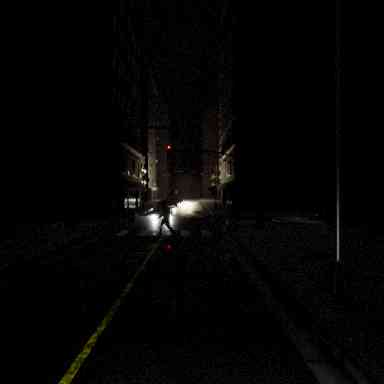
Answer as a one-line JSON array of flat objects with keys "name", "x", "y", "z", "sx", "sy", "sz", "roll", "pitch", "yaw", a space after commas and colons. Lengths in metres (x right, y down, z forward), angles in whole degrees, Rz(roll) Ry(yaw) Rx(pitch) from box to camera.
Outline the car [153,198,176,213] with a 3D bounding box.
[{"name": "car", "x": -3.108, "y": 1.614, "z": 36.905, "sx": 1.895, "sy": 1.301, "sz": 4.718, "roll": 0, "pitch": 0, "yaw": 1}]

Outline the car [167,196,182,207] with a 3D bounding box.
[{"name": "car", "x": -3.091, "y": 1.513, "z": 50.432, "sx": 2.128, "sy": 1.511, "sz": 4.902, "roll": 0, "pitch": 0, "yaw": 0}]

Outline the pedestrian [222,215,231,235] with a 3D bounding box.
[{"name": "pedestrian", "x": 1.796, "y": 1.678, "z": 17.205, "sx": 0.500, "sy": 1.100, "sz": 0.500, "roll": 0, "pitch": 0, "yaw": 0}]

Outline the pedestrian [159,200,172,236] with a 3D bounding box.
[{"name": "pedestrian", "x": -1.334, "y": 1.297, "z": 16.606, "sx": 0.375, "sy": 1.860, "sz": 0.375, "roll": 0, "pitch": 0, "yaw": 0}]

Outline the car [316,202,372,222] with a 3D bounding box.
[{"name": "car", "x": 12.113, "y": 1.518, "z": 25.981, "sx": 4.674, "sy": 1.442, "sz": 1.812, "roll": -1, "pitch": 0, "yaw": 0}]

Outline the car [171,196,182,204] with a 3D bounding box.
[{"name": "car", "x": -3.029, "y": 1.557, "z": 65.860, "sx": 1.812, "sy": 1.442, "sz": 4.674, "roll": 0, "pitch": 0, "yaw": 0}]

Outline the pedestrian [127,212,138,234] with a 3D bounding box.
[{"name": "pedestrian", "x": -3.190, "y": 1.298, "z": 17.806, "sx": 0.375, "sy": 1.860, "sz": 0.375, "roll": 0, "pitch": 0, "yaw": 0}]
